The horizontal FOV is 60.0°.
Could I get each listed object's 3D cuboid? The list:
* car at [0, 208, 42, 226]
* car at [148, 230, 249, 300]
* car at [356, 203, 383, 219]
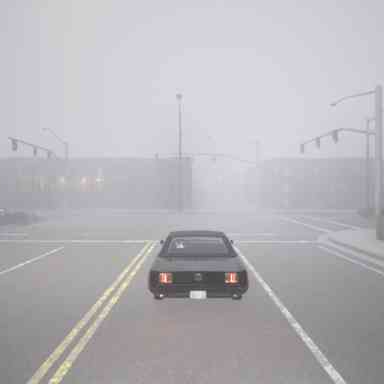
[{"bbox_3d":[-13.896,1.976,24.956,4.902,1.511,2.128,-9,0,0],"label":"car"},{"bbox_3d":[0.121,1.601,8.334,1.895,1.301,4.718,0,0,0],"label":"car"},{"bbox_3d":[16.893,1.601,28.749,4.718,1.301,1.895,0,0,0],"label":"car"}]
